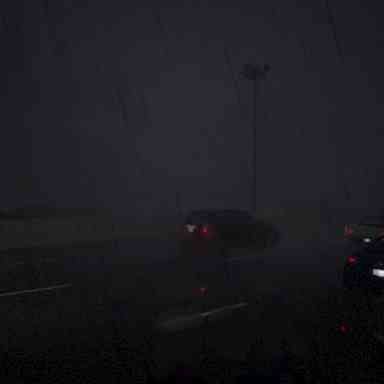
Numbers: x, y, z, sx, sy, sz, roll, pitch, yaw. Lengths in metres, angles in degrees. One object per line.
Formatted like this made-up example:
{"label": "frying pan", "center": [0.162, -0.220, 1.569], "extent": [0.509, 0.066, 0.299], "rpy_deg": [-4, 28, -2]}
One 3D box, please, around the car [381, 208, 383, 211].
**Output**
{"label": "car", "center": [16.815, 1.948, 27.527], "extent": [4.718, 1.301, 1.895], "rpy_deg": [1, -1, -45]}

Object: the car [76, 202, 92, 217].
{"label": "car", "center": [-10.534, 1.645, 31.362], "extent": [5.008, 1.535, 1.882], "rpy_deg": [1, -1, -39]}

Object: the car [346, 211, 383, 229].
{"label": "car", "center": [9.141, 1.794, 15.624], "extent": [4.718, 1.301, 1.895], "rpy_deg": [1, -1, -41]}

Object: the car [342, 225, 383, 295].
{"label": "car", "center": [5.492, 1.670, 8.107], "extent": [4.181, 1.385, 1.994], "rpy_deg": [1, -1, -38]}

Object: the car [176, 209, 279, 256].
{"label": "car", "center": [1.613, 1.474, 13.958], "extent": [4.553, 1.767, 2.097], "rpy_deg": [1, -1, -38]}
